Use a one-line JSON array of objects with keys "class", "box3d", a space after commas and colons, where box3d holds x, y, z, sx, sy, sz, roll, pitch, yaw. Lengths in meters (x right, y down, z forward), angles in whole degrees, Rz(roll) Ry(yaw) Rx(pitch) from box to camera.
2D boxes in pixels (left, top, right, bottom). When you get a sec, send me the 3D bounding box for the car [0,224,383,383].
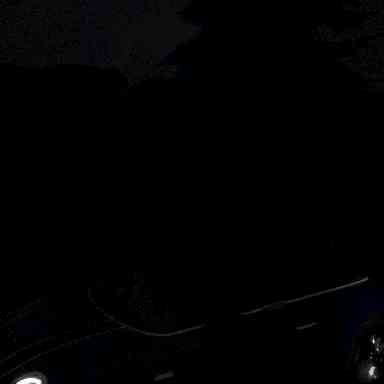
[{"class": "car", "box3d": [0.102, 1.317, 3.698, 4.553, 1.767, 2.097, -1, 1, -31]}]
